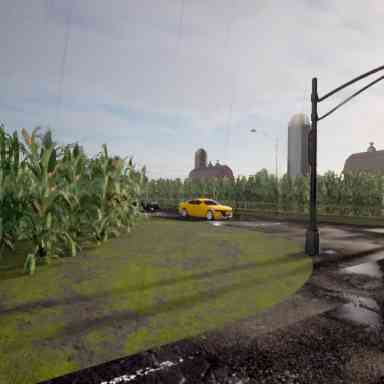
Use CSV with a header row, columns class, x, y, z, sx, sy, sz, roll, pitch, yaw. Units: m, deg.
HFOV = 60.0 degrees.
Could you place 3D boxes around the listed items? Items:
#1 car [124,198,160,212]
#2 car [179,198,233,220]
class,x,y,z,sx,sy,sz,roll,pitch,yaw
car,-5.176,1.321,33.931,1.895,1.301,4.718,2,0,-38
car,1.012,1.278,25.998,1.882,1.535,5.008,2,0,-38
